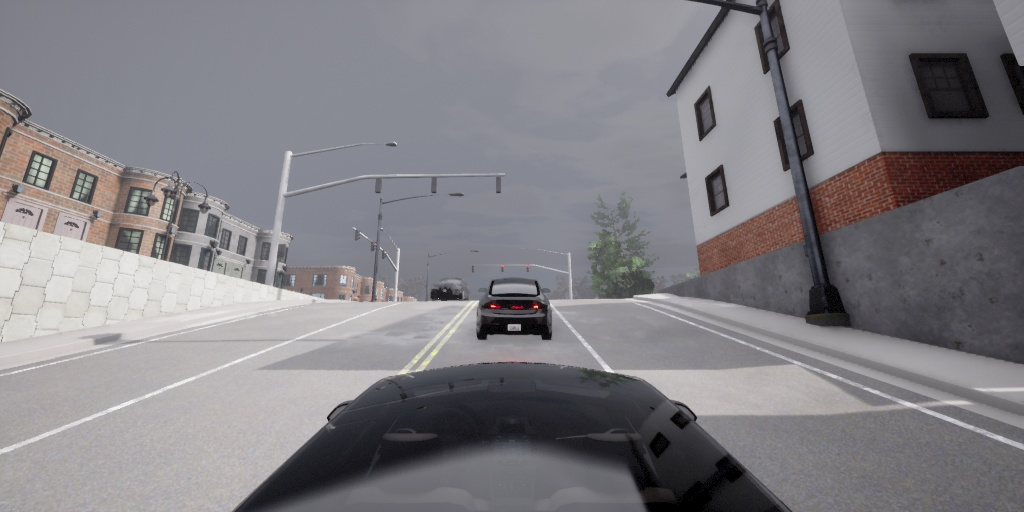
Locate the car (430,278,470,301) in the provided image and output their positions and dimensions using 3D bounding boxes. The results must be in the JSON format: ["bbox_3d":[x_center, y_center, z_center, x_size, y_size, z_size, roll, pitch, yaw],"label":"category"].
[{"bbox_3d":[-3.641,2.069,21.744,1.837,1.490,4.892,-1,-11,0],"label":"car"}]

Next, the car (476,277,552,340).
[{"bbox_3d":[0.065,1.352,10.343,1.837,1.490,4.892,0,0,0],"label":"car"}]
